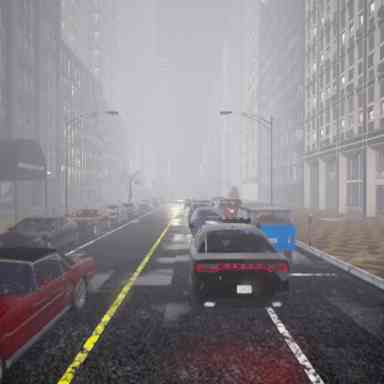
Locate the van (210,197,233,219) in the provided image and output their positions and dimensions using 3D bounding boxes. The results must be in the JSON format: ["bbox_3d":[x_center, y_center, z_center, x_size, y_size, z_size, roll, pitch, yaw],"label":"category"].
[{"bbox_3d":[2.586,1.374,29.781,1.690,1.788,3.998,-1,0,0],"label":"van"}]

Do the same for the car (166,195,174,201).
[{"bbox_3d":[-5.993,1.663,92.274,1.947,1.339,4.313,-1,0,0],"label":"car"}]

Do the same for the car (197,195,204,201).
[{"bbox_3d":[2.387,1.537,92.301,1.967,1.590,4.097,-1,0,0],"label":"car"}]

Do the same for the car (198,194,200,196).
[{"bbox_3d":[-0.189,1.556,59.078,2.128,1.511,4.902,0,0,0],"label":"car"}]

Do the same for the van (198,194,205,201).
[{"bbox_3d":[2.404,1.433,86.617,1.690,1.788,3.998,-1,0,0],"label":"van"}]

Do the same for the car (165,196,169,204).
[{"bbox_3d":[-5.902,1.651,63.855,1.802,1.307,4.206,-1,0,0],"label":"car"}]

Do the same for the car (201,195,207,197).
[{"bbox_3d":[2.515,1.608,52.515,2.008,1.369,4.403,-1,0,0],"label":"car"}]

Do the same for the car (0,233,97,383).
[{"bbox_3d":[-3.013,1.606,4.966,1.895,1.301,4.718,0,0,0],"label":"car"}]

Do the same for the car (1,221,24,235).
[{"bbox_3d":[-5.720,1.559,7.019,2.008,1.369,4.403,-1,0,0],"label":"car"}]

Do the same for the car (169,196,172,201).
[{"bbox_3d":[-5.921,1.515,69.539,1.967,1.590,4.097,-1,0,0],"label":"car"}]

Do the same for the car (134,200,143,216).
[{"bbox_3d":[-5.792,1.615,29.754,1.802,1.307,4.206,-1,0,0],"label":"car"}]

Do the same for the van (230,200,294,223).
[{"bbox_3d":[2.641,1.355,12.730,1.690,1.788,3.998,-1,0,0],"label":"van"}]

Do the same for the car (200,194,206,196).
[{"bbox_3d":[2.440,1.396,75.250,2.192,1.841,5.009,-1,0,0],"label":"car"}]

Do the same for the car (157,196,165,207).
[{"bbox_3d":[-5.865,1.608,52.488,2.008,1.369,4.403,-1,0,0],"label":"car"}]

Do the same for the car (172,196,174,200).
[{"bbox_3d":[-5.956,1.612,80.737,1.752,1.417,4.829,-1,0,0],"label":"car"}]

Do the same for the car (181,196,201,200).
[{"bbox_3d":[-0.132,1.597,45.194,2.033,1.411,5.357,0,0,0],"label":"car"}]

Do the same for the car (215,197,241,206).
[{"bbox_3d":[2.604,1.342,24.097,2.192,1.841,5.009,-1,0,0],"label":"car"}]

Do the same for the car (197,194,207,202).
[{"bbox_3d":[2.422,1.401,80.934,2.192,1.841,5.009,-1,0,0],"label":"car"}]

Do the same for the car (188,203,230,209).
[{"bbox_3d":[0.843,1.546,18.071,1.812,1.442,4.674,0,0,0],"label":"car"}]

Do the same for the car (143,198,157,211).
[{"bbox_3d":[-5.829,1.596,41.121,2.008,1.369,4.403,-1,0,0],"label":"car"}]

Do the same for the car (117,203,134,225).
[{"bbox_3d":[-5.775,1.578,24.070,2.008,1.369,4.403,-1,0,0],"label":"car"}]

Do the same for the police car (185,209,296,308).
[{"bbox_3d":[0.874,1.434,8.180,1.930,1.638,5.238,0,0,0],"label":"police car"}]

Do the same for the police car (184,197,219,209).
[{"bbox_3d":[0.690,1.451,24.204,1.930,1.638,5.238,0,0,1],"label":"police car"}]

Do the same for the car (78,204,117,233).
[{"bbox_3d":[-5.756,1.565,18.387,1.887,1.381,4.507,-1,0,0],"label":"car"}]

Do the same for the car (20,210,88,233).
[{"bbox_3d":[-5.738,1.580,12.703,1.947,1.339,4.313,-1,0,0],"label":"car"}]
